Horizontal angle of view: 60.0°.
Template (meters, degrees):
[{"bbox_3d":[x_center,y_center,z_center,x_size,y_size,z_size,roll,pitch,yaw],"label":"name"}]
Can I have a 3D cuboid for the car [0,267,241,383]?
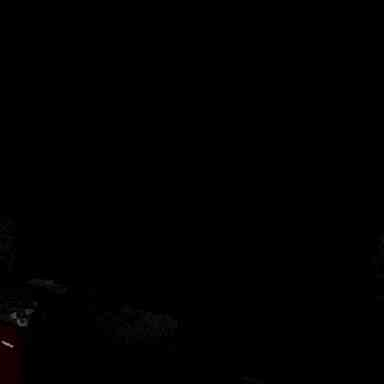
[{"bbox_3d":[-1.473,1.577,3.897,4.206,1.307,1.802,0,0,35],"label":"car"}]
